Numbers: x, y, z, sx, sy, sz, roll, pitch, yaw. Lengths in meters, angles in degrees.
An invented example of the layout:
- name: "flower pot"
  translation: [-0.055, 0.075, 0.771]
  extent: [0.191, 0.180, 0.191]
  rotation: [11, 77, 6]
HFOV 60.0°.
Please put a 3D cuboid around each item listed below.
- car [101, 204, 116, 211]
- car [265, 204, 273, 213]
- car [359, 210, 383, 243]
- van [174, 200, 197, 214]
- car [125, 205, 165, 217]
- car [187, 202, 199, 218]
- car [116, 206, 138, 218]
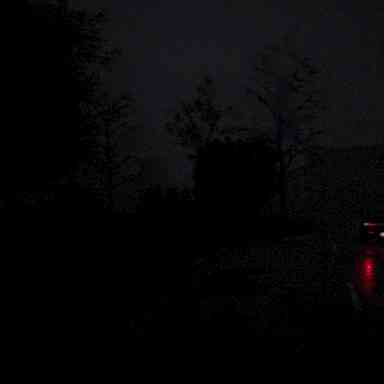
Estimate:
- name: "car"
  translation: [-9.168, 2.599, 42.445]
  extent: [1.946, 1.575, 5.366]
  rotation: [-3, -2, 22]
- name: "car"
  translation: [10.301, 2.027, 47.950]
  extent: [2.185, 1.767, 4.553]
  rotation: [-2, -1, 22]
- name: "car"
  translation: [9.329, 1.622, 16.300]
  extent: [2.128, 1.511, 4.902]
  rotation: [-1, -1, 29]
- name: "van"
  translation: [-0.984, 2.344, 52.431]
  extent: [1.878, 1.987, 4.442]
  rotation: [-2, -1, 22]
- name: "car"
  translation: [-6.654, 2.699, 47.088]
  extent: [5.357, 1.411, 2.033]
  rotation: [-3, -2, 23]
- name: "car"
  translation: [-1.344, 2.021, 39.484]
  extent: [2.435, 2.045, 5.566]
  rotation: [-2, -1, 22]
- name: "car"
  translation: [-6.706, 2.487, 41.439]
  extent: [1.946, 1.575, 5.366]
  rotation: [-2, -1, 22]
